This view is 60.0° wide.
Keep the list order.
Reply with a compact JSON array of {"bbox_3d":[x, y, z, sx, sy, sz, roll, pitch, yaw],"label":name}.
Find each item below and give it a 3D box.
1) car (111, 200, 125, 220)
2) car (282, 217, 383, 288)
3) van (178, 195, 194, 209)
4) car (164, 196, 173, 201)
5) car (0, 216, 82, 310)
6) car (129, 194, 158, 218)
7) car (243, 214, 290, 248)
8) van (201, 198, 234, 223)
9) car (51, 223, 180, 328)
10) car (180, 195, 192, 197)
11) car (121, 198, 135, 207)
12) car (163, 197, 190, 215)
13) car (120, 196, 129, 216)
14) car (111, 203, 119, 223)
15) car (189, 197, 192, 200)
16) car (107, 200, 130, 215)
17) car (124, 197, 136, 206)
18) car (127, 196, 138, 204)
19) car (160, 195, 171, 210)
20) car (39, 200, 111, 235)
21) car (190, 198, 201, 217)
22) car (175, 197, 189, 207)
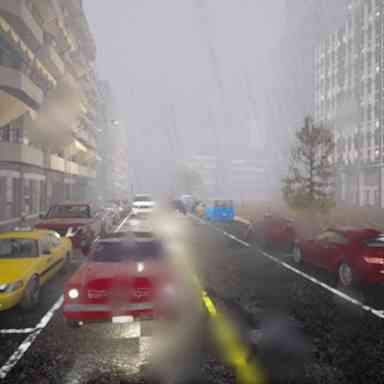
[{"bbox_3d":[-6.264,1.556,24.384,2.008,1.369,4.403,0,0,-8],"label":"car"},{"bbox_3d":[4.243,1.586,9.064,1.802,1.307,4.206,0,0,-8],"label":"car"},{"bbox_3d":[-0.895,1.370,47.408,1.690,1.788,3.998,0,0,-8],"label":"van"},{"bbox_3d":[-6.031,1.630,85.751,1.887,1.381,4.507,0,0,-8],"label":"car"},{"bbox_3d":[-4.040,1.525,7.783,1.752,1.417,4.829,0,0,-8],"label":"car"},{"bbox_3d":[-4.373,1.230,30.573,2.150,2.045,5.566,0,0,-8],"label":"car"},{"bbox_3d":[3.509,1.587,14.541,1.802,1.307,4.206,0,0,-8],"label":"car"},{"bbox_3d":[2.041,1.351,25.496,1.690,1.788,3.998,0,0,-8],"label":"van"},{"bbox_3d":[-1.335,1.601,7.180,1.895,1.301,4.718,0,0,-8],"label":"car"},{"bbox_3d":[-0.161,1.463,41.929,1.967,1.590,4.097,0,0,-8],"label":"car"},{"bbox_3d":[-9.934,1.613,51.772,1.802,1.307,4.206,0,0,-8],"label":"car"},{"bbox_3d":[-1.678,1.519,33.732,1.837,1.490,4.892,0,0,-8],"label":"car"},{"bbox_3d":[-6.998,1.449,29.861,1.967,1.590,4.097,0,0,-8],"label":"car"},{"bbox_3d":[-5.530,1.553,18.906,2.008,1.369,4.403,0,0,-8],"label":"car"},{"bbox_3d":[0.574,1.583,36.452,1.947,1.339,4.313,0,0,-8],"label":"car"},{"bbox_3d":[-7.732,1.579,35.339,1.947,1.339,4.313,0,0,-8],"label":"car"},{"bbox_3d":[-10.668,1.620,57.249,1.802,1.307,4.206,0,0,-8],"label":"car"},{"bbox_3d":[-12.135,1.619,68.205,1.947,1.339,4.313,0,0,-8],"label":"car"},{"bbox_3d":[-3.040,1.376,43.790,2.097,1.767,4.553,0,0,-8],"label":"car"},{"bbox_3d":[-4.798,1.316,13.428,2.192,1.841,5.009,0,0,-8],"label":"car"},{"bbox_3d":[1.286,1.539,31.142,1.752,1.417,4.829,0,0,-8],"label":"car"},{"bbox_3d":[-1.651,1.561,53.053,1.752,1.417,4.829,0,0,-8],"label":"car"}]
